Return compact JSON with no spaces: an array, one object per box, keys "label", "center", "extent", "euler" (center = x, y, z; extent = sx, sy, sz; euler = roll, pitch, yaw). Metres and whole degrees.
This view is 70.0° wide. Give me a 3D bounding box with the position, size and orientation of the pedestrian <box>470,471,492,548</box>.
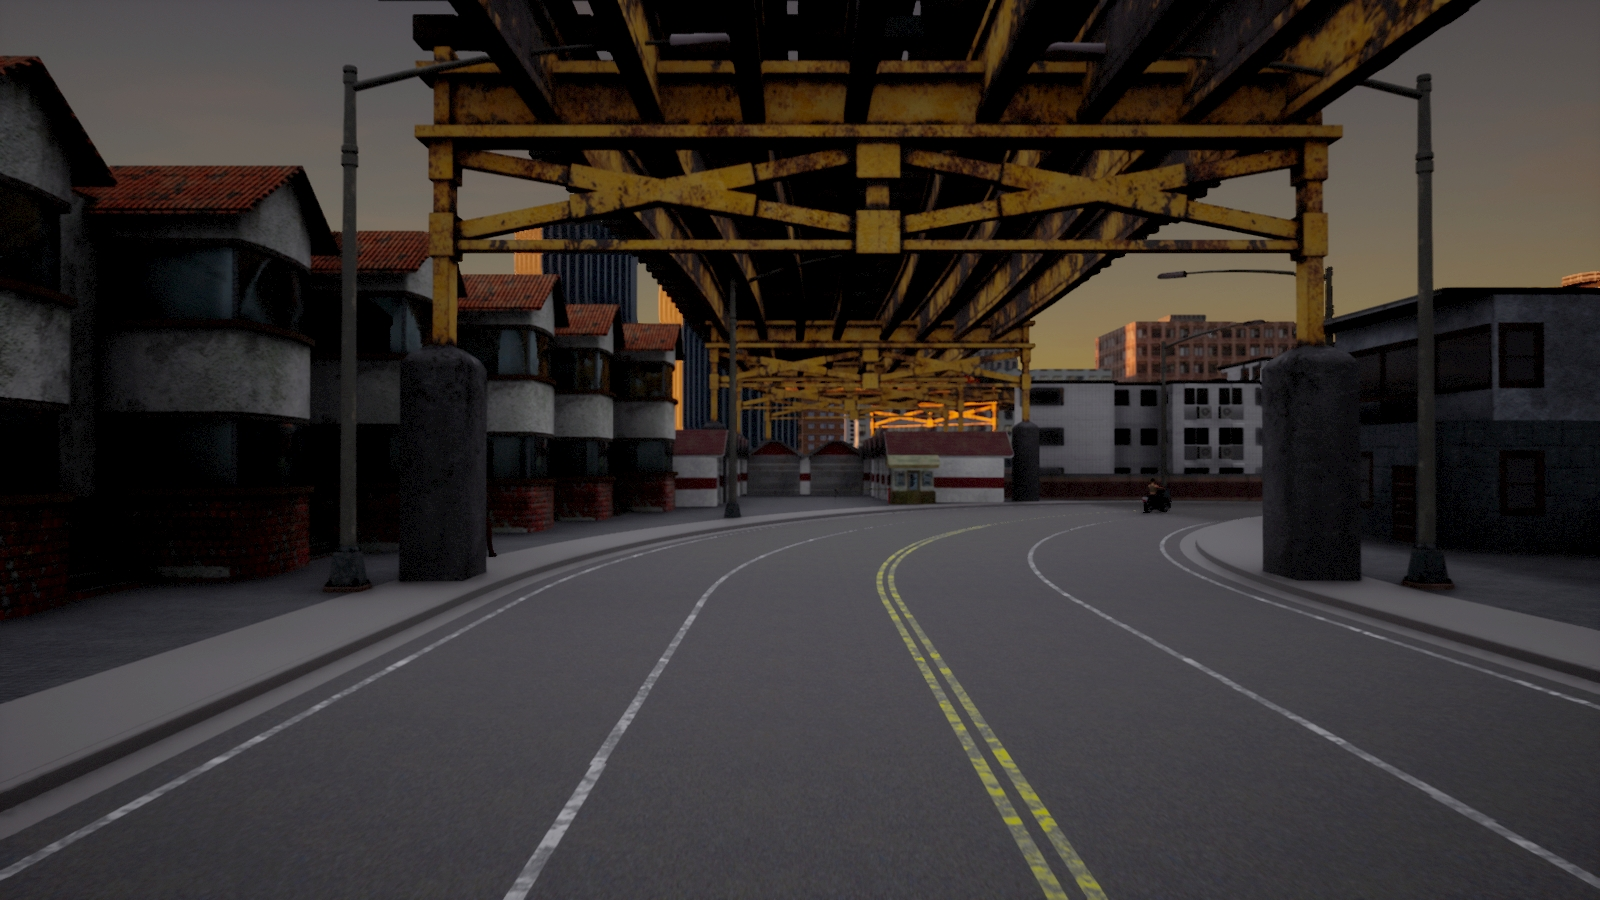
[{"label":"pedestrian","center":[-7.879,1.460,28.224],"extent":[0.375,1.860,0.375],"euler":[0,-1,22]}]
